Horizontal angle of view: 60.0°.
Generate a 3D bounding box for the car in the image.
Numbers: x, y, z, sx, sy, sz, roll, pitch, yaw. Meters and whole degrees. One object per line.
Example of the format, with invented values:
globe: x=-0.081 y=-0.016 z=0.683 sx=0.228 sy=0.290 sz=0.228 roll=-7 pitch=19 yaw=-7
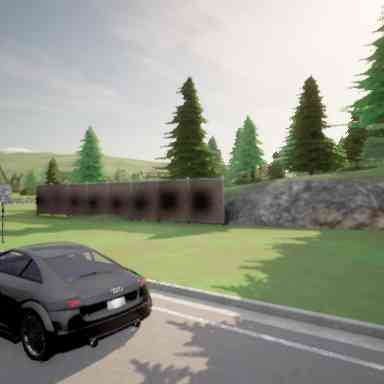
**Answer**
car: x=-2.736 y=1.624 z=6.056 sx=4.181 sy=1.385 sz=1.994 roll=-1 pitch=0 yaw=36
